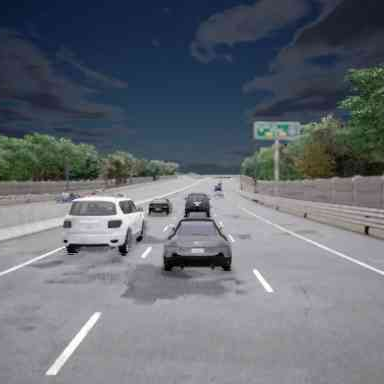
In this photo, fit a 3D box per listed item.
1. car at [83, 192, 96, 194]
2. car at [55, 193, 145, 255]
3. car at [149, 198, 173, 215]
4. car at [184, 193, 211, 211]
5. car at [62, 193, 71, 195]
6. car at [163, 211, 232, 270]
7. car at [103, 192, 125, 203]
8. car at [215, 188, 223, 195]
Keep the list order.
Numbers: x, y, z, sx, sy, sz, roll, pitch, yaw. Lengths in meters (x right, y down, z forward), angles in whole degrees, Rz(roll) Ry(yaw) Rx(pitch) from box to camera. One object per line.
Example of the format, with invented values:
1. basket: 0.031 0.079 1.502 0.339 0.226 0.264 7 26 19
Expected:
1. car: -16.353 0.784 52.563 2.097 1.767 4.553 0 1 3
2. car: -3.307 1.206 13.447 2.150 2.045 5.566 0 0 1
3. car: -2.938 1.307 31.839 1.882 1.535 5.008 0 1 2
4. car: 0.505 1.079 29.808 2.150 2.045 5.566 0 1 1
5. car: -19.846 0.953 52.751 1.812 1.442 4.674 0 1 3
6. car: 0.170 1.556 11.010 1.994 1.385 4.181 0 0 1
7. car: -12.755 0.870 54.788 2.128 1.511 4.902 0 1 3
8. car: 5.434 0.448 66.591 2.033 1.411 5.357 0 2 3
